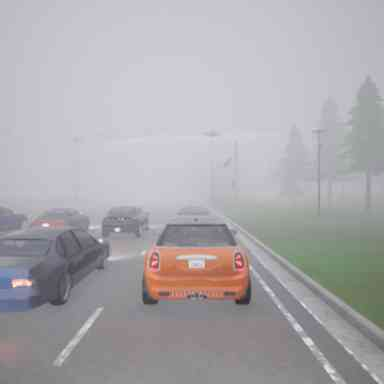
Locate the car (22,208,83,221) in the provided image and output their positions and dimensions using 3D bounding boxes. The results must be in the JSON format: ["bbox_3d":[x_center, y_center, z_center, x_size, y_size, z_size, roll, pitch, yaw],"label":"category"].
[{"bbox_3d":[-6.927,1.535,17.778,1.994,1.385,4.181,0,0,0],"label":"car"}]

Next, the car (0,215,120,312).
[{"bbox_3d":[-3.411,1.534,7.949,2.033,1.411,5.357,0,0,0],"label":"car"}]

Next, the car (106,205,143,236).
[{"bbox_3d":[-3.427,1.476,17.695,1.837,1.490,4.892,0,0,0],"label":"car"}]

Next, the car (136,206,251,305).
[{"bbox_3d":[0.088,1.339,8.226,2.097,1.767,4.553,0,0,0],"label":"car"}]

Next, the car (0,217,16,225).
[{"bbox_3d":[-6.916,1.586,8.748,1.895,1.301,4.718,0,0,0],"label":"car"}]

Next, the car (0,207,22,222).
[{"bbox_3d":[-10.425,1.450,17.237,1.882,1.535,5.008,0,0,0],"label":"car"}]

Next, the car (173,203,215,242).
[{"bbox_3d":[0.076,1.450,17.252,1.882,1.535,5.008,0,0,0],"label":"car"}]
